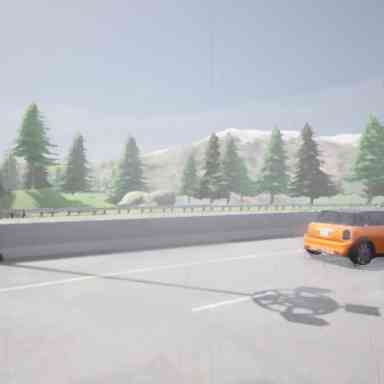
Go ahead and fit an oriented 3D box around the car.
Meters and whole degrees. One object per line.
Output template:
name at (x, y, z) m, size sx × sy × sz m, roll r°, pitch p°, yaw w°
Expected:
car at (6.153, 1.339, 11.512) m, size 4.553 × 1.767 × 2.097 m, roll 0°, pitch 0°, yaw -25°
